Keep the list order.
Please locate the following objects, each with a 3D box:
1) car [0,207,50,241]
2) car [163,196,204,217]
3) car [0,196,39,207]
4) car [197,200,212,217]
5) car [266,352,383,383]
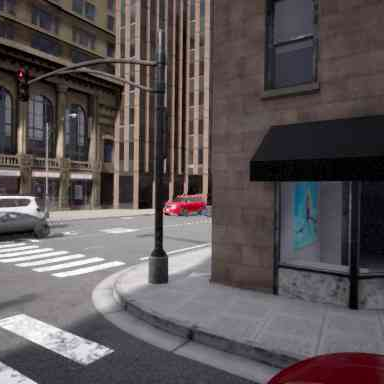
[{"bbox_3d":[-8.888,1.621,15.654,1.994,1.385,4.181,1,0,29],"label":"car"},{"bbox_3d":[-0.716,1.391,33.596,2.150,2.045,5.566,1,0,35],"label":"car"},{"bbox_3d":[-11.326,1.233,18.525,2.150,2.045,5.566,1,0,36],"label":"car"},{"bbox_3d":[3.080,1.782,33.359,2.033,1.411,5.357,1,0,35],"label":"car"},{"bbox_3d":[2.359,1.545,1.291,4.507,1.381,1.887,0,1,35],"label":"car"}]
